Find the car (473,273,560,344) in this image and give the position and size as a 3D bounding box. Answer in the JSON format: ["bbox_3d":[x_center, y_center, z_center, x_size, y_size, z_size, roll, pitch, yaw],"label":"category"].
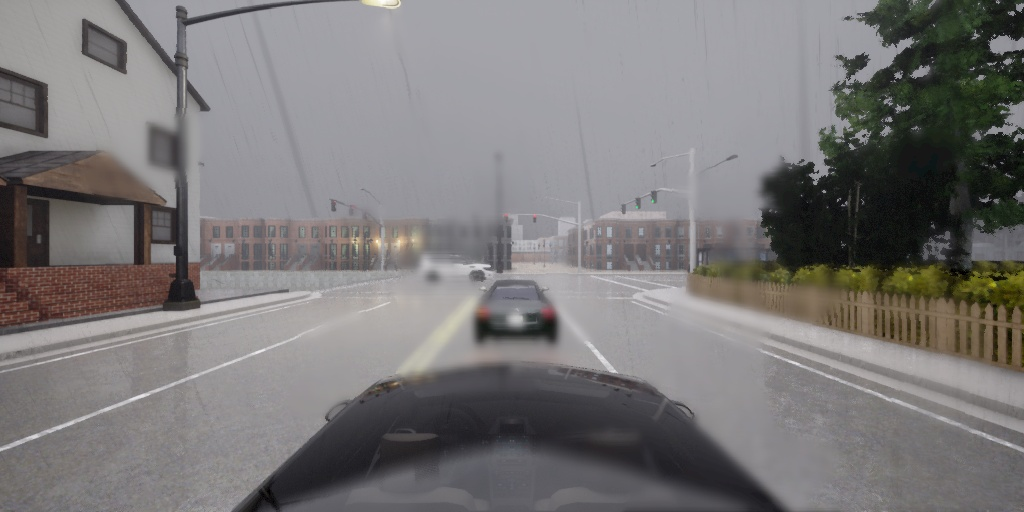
[{"bbox_3d":[0.101,1.314,9.569,1.994,1.385,4.181,0,0,0],"label":"car"}]

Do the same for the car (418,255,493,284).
[{"bbox_3d":[-4.214,0.968,26.923,5.566,2.045,2.150,0,0,0],"label":"car"}]
